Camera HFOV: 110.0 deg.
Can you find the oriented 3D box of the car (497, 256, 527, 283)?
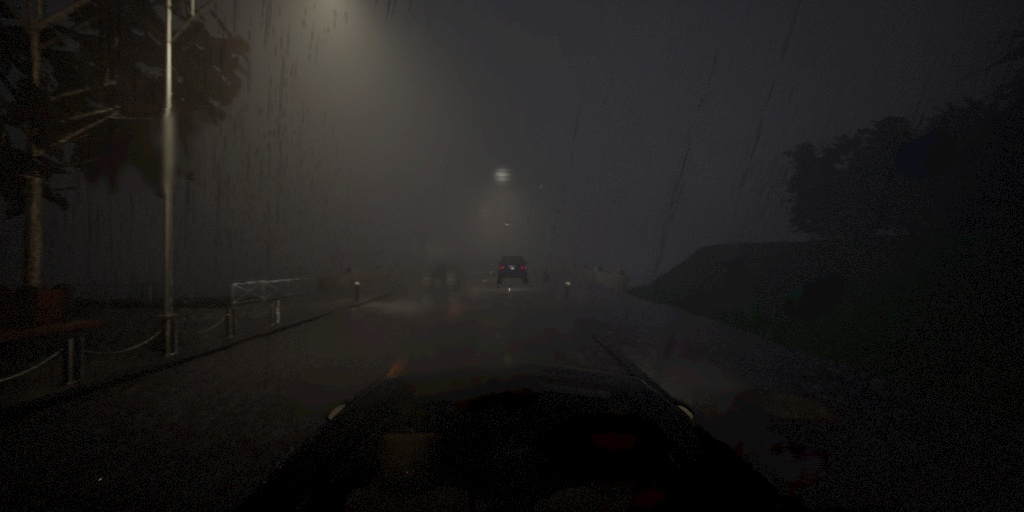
[{"bbox_3d":[0.032,0.982,28.231,2.150,2.045,5.566,0,0,0],"label":"car"}]

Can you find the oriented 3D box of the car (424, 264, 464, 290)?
[{"bbox_3d":[-4.146,1.258,22.587,1.837,1.490,4.892,0,0,0],"label":"car"}]

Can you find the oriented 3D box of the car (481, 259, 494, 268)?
[{"bbox_3d":[-4.157,1.272,61.289,1.837,1.490,4.892,0,1,0],"label":"car"}]
